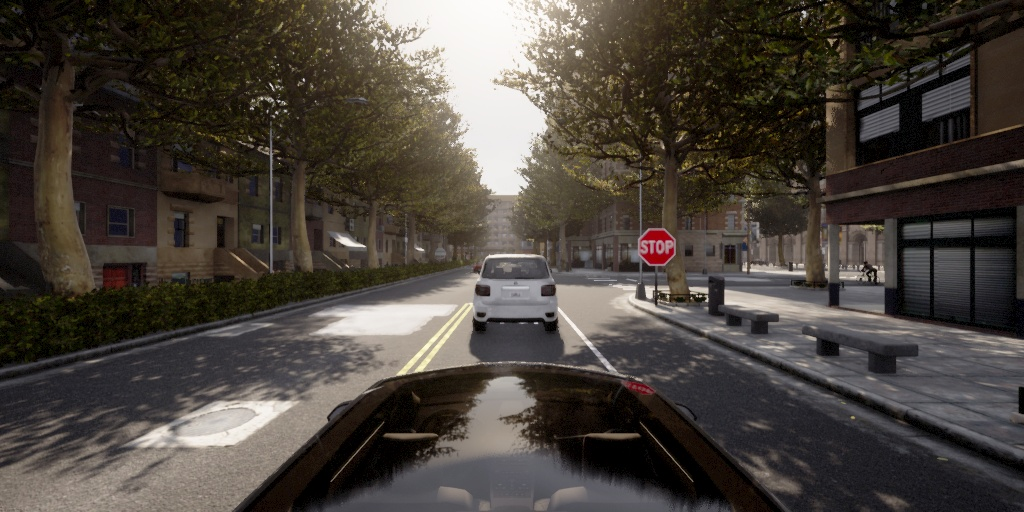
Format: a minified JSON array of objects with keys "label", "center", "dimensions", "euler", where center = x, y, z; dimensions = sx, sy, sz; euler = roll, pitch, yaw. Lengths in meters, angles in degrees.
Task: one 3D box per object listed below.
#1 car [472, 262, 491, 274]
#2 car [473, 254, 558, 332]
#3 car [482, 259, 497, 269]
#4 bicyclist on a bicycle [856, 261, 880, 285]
[{"label":"car","center":[-3.554,1.350,42.779],"dimensions":[1.895,1.301,4.718],"euler":[0,0,0]},{"label":"car","center":[0.089,0.972,10.952],"dimensions":[2.150,2.045,5.566],"euler":[0,0,0]},{"label":"car","center":[-3.562,1.243,57.786],"dimensions":[2.128,1.511,4.902],"euler":[0,0,0]},{"label":"bicyclist on a bicycle","center":[24.773,1.203,24.960],"dimensions":[0.582,1.620,1.656],"euler":[0,0,-1]}]
